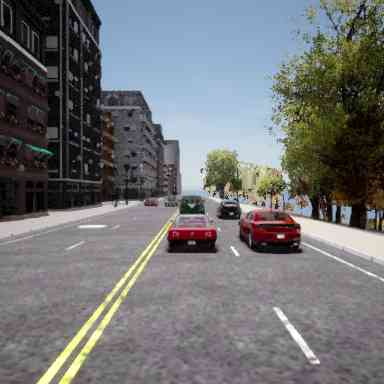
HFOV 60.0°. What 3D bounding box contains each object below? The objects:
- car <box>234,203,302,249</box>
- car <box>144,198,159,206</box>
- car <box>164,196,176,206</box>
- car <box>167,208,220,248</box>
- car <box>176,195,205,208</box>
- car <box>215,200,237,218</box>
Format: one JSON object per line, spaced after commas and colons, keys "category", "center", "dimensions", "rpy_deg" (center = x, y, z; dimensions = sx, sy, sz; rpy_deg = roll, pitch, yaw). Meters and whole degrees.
{"category": "car", "center": [3.250, 1.482, 14.650], "dimensions": [1.882, 1.535, 5.008], "rpy_deg": [0, 0, 0]}
{"category": "car", "center": [-6.500, 1.613, 53.652], "dimensions": [1.994, 1.385, 4.181], "rpy_deg": [0, 0, 0]}
{"category": "car", "center": [-3.250, 1.417, 53.681], "dimensions": [2.097, 1.767, 4.553], "rpy_deg": [0, 0, 0]}
{"category": "car", "center": [0.000, 1.614, 14.680], "dimensions": [1.895, 1.301, 4.718], "rpy_deg": [0, 0, 0]}
{"category": "car", "center": [0.000, 1.258, 29.680], "dimensions": [2.150, 2.045, 5.566], "rpy_deg": [0, 0, 0]}
{"category": "car", "center": [3.250, 1.517, 29.650], "dimensions": [1.837, 1.490, 4.892], "rpy_deg": [0, 0, 0]}
